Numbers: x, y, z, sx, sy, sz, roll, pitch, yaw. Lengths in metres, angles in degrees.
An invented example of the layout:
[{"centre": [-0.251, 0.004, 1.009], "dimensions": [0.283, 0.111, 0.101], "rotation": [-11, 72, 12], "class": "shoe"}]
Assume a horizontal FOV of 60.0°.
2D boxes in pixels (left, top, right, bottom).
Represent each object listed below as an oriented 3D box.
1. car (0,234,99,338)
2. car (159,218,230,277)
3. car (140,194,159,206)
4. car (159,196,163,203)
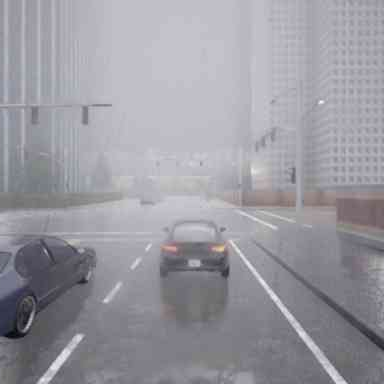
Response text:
[{"centre": [-3.442, 1.538, 6.509], "dimensions": [2.033, 1.411, 5.357], "rotation": [0, 0, 1], "class": "car"}, {"centre": [0.076, 1.512, 10.103], "dimensions": [1.812, 1.442, 4.674], "rotation": [0, 0, 0], "class": "car"}, {"centre": [-7.066, 1.280, 53.746], "dimensions": [2.097, 1.767, 4.553], "rotation": [0, 0, 0], "class": "car"}, {"centre": [-7.006, 1.448, 68.969], "dimensions": [2.033, 1.411, 5.357], "rotation": [0, 0, 0], "class": "car"}]
